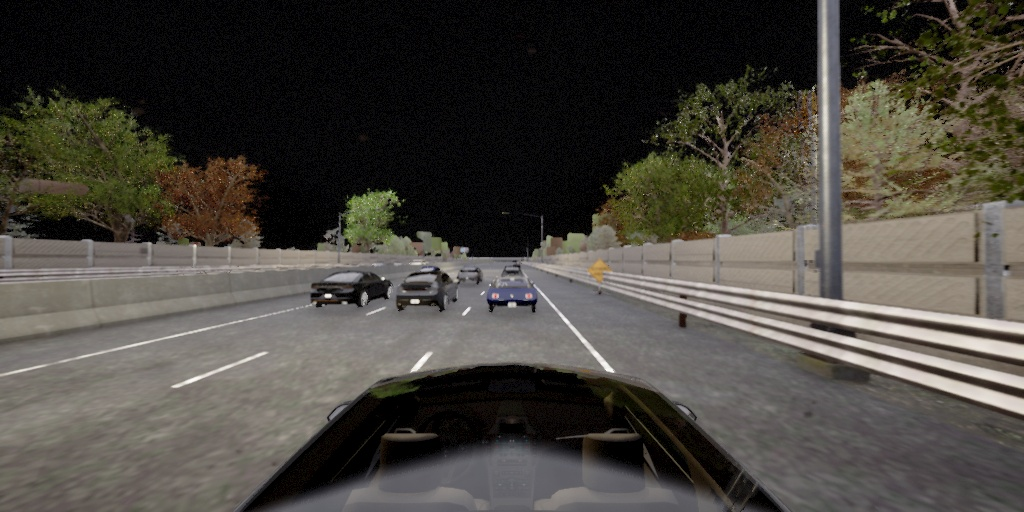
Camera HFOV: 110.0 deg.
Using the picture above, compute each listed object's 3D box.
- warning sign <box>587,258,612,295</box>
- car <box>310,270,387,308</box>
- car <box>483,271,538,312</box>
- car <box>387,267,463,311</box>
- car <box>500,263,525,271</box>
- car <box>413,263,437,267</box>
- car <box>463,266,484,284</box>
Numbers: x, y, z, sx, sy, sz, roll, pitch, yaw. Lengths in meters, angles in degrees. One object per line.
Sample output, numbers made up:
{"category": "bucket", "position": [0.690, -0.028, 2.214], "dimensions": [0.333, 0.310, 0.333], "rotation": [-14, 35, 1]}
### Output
{"category": "warning sign", "position": [4.559, 1.043, 18.634], "dimensions": [1.300, 1.860, 1.060], "rotation": [0, 0, 0]}
{"category": "car", "position": [-6.966, 1.378, 16.107], "dimensions": [1.882, 1.535, 5.008], "rotation": [0, 0, 1]}
{"category": "car", "position": [0.022, 1.491, 15.104], "dimensions": [1.895, 1.301, 4.718], "rotation": [0, -1, 0]}
{"category": "car", "position": [-3.474, 1.400, 15.349], "dimensions": [1.837, 1.490, 4.892], "rotation": [0, 0, 0]}
{"category": "car", "position": [0.033, 1.566, 30.359], "dimensions": [1.837, 1.490, 4.892], "rotation": [0, 0, 0]}
{"category": "car", "position": [-6.963, 1.589, 30.755], "dimensions": [1.812, 1.442, 4.674], "rotation": [0, 0, 1]}
{"category": "car", "position": [-3.467, 1.552, 30.362], "dimensions": [2.128, 1.511, 4.902], "rotation": [0, -1, 0]}
